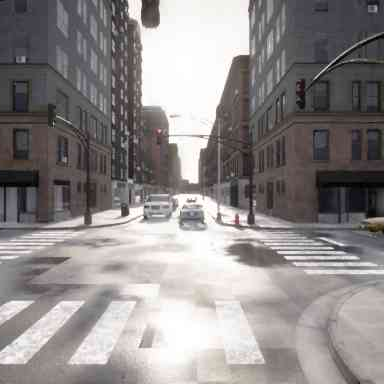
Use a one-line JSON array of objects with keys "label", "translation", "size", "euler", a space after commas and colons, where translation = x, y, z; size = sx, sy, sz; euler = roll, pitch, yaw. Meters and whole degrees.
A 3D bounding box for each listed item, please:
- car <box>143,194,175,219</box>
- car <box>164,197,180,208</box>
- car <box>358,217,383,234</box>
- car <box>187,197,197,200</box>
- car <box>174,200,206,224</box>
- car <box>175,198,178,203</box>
[{"label": "car", "translation": [-2.901, 1.216, 29.215], "size": [2.150, 2.045, 5.566], "euler": [0, 0, 0]}, {"label": "car", "translation": [-2.932, 1.530, 49.761], "size": [2.033, 1.411, 5.357], "euler": [0, 0, 0]}, {"label": "car", "translation": [11.601, 1.554, 17.923], "size": [4.829, 1.417, 1.752], "euler": [0, 0, 0]}, {"label": "car", "translation": [-0.003, 1.576, 58.812], "size": [1.895, 1.301, 4.718], "euler": [0, 0, 0]}, {"label": "car", "translation": [0.034, 1.542, 24.603], "size": [2.033, 1.411, 5.357], "euler": [0, 0, 0]}, {"label": "car", "translation": [-2.914, 1.342, 39.479], "size": [2.097, 1.767, 4.553], "euler": [0, 0, 0]}]
